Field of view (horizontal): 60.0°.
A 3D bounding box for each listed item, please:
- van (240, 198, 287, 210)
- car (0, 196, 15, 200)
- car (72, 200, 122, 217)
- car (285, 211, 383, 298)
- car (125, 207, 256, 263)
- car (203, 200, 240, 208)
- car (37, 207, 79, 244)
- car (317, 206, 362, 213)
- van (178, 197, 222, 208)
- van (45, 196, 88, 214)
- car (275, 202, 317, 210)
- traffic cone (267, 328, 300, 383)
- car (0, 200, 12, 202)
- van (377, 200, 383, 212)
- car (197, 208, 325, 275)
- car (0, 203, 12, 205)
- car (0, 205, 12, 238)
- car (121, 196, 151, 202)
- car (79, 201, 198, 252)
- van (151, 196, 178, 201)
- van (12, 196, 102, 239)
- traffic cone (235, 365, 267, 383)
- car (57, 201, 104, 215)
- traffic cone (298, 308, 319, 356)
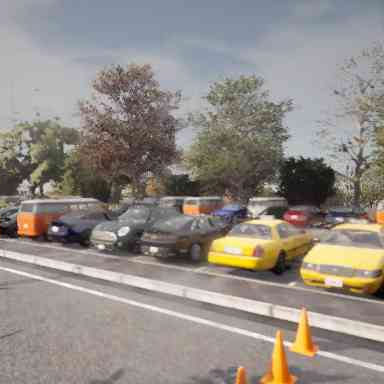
[{"bbox_3d":[5.553,1.395,24.518,1.878,1.987,4.442,0,0,35],"label":"van"},{"bbox_3d":[-21.550,1.523,44.008,2.435,2.045,5.566,0,0,36],"label":"car"},{"bbox_3d":[-10.170,1.709,35.893,2.097,1.535,5.008,0,0,36],"label":"car"},{"bbox_3d":[4.502,1.550,9.091,1.946,1.575,5.366,0,0,36],"label":"car"},{"bbox_3d":[0.198,1.551,12.391,2.231,1.521,4.892,0,0,36],"label":"car"},{"bbox_3d":[3.354,1.631,26.230,2.097,1.535,5.008,0,0,36],"label":"car"},{"bbox_3d":[-4.297,1.597,15.651,2.163,1.488,4.792,0,0,36],"label":"car"},{"bbox_3d":[10.018,1.643,21.491,2.163,1.488,4.792,0,0,36],"label":"car"},{"bbox_3d":[1.165,1.419,27.934,1.878,1.987,4.442,0,0,36],"label":"van"},{"bbox_3d":[-14.707,1.510,39.290,1.878,1.987,4.442,0,0,36],"label":"van"},{"bbox_3d":[7.871,1.644,23.027,2.163,1.488,4.792,0,0,36],"label":"car"},{"bbox_3d":[1.050,1.981,4.019,0.340,0.580,0.340,0,0,35],"label":"traffic cone"},{"bbox_3d":[-15.711,1.628,23.553,1.946,1.575,5.366,0,0,36],"label":"car"},{"bbox_3d":[12.324,1.393,19.951,1.878,1.987,4.442,0,0,36],"label":"van"},{"bbox_3d":[2.561,1.547,10.937,1.946,1.575,5.366,0,0,36],"label":"car"},{"bbox_3d":[-11.105,1.635,20.449,2.163,1.488,4.792,0,0,36],"label":"car"},{"bbox_3d":[-8.847,1.622,18.834,2.163,1.488,4.792,0,0,36],"label":"car"},{"bbox_3d":[-3.424,1.419,31.040,2.435,2.045,5.566,0,0,36],"label":"car"},{"bbox_3d":[-2.040,1.431,14.040,2.185,1.767,4.553,0,0,36],"label":"car"},{"bbox_3d":[-1.223,1.431,29.356,1.878,1.987,4.442,0,0,36],"label":"van"},{"bbox_3d":[-6.504,1.355,17.339,1.878,1.987,4.442,0,0,36],"label":"van"},{"bbox_3d":[0.474,1.975,3.204,0.340,0.580,0.340,0,0,35],"label":"traffic cone"},{"bbox_3d":[-12.520,1.763,37.583,2.002,1.452,4.674,0,0,36],"label":"car"},{"bbox_3d":[1.624,1.986,4.833,0.340,0.580,0.340,0,0,36],"label":"traffic cone"}]
